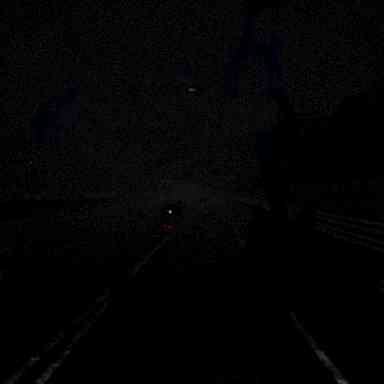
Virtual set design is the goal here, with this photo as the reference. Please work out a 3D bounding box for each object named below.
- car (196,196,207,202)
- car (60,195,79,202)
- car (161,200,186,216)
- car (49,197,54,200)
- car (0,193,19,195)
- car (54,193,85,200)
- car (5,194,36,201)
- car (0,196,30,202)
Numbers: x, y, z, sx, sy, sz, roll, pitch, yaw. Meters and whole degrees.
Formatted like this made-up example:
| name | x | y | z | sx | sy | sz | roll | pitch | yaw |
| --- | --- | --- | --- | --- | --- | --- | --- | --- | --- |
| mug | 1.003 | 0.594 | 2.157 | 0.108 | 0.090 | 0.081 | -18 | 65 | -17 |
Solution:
| name | x | y | z | sx | sy | sz | roll | pitch | yaw |
| --- | --- | --- | --- | --- | --- | --- | --- | --- | --- |
| car | 1.893 | 1.753 | 79.527 | 2.033 | 1.411 | 5.357 | 0 | -1 | 4 |
| car | -23.804 | 1.247 | 64.807 | 1.994 | 1.385 | 4.181 | 0 | 0 | 4 |
| car | -1.742 | 1.506 | 32.032 | 1.837 | 1.490 | 4.892 | 0 | 0 | 4 |
| car | -21.257 | 1.441 | 52.725 | 1.837 | 1.490 | 4.892 | 0 | 0 | 5 |
| car | -28.425 | 1.130 | 50.712 | 2.150 | 2.045 | 5.566 | 0 | 0 | 5 |
| car | -17.966 | 1.167 | 49.986 | 2.150 | 2.045 | 5.566 | 0 | 0 | 5 |
| car | -25.049 | 1.412 | 49.251 | 2.128 | 1.511 | 4.902 | 0 | 0 | 5 |
| car | -19.207 | 1.445 | 34.244 | 1.837 | 1.490 | 4.892 | 0 | 0 | 5 |
